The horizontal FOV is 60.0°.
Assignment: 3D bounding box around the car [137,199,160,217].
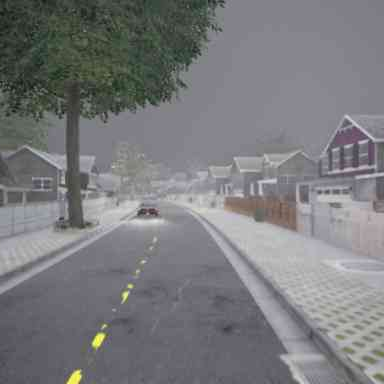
[{"bbox_3d":[-4.001,1.563,30.949,1.895,1.301,4.718,0,0,-4],"label":"car"}]
